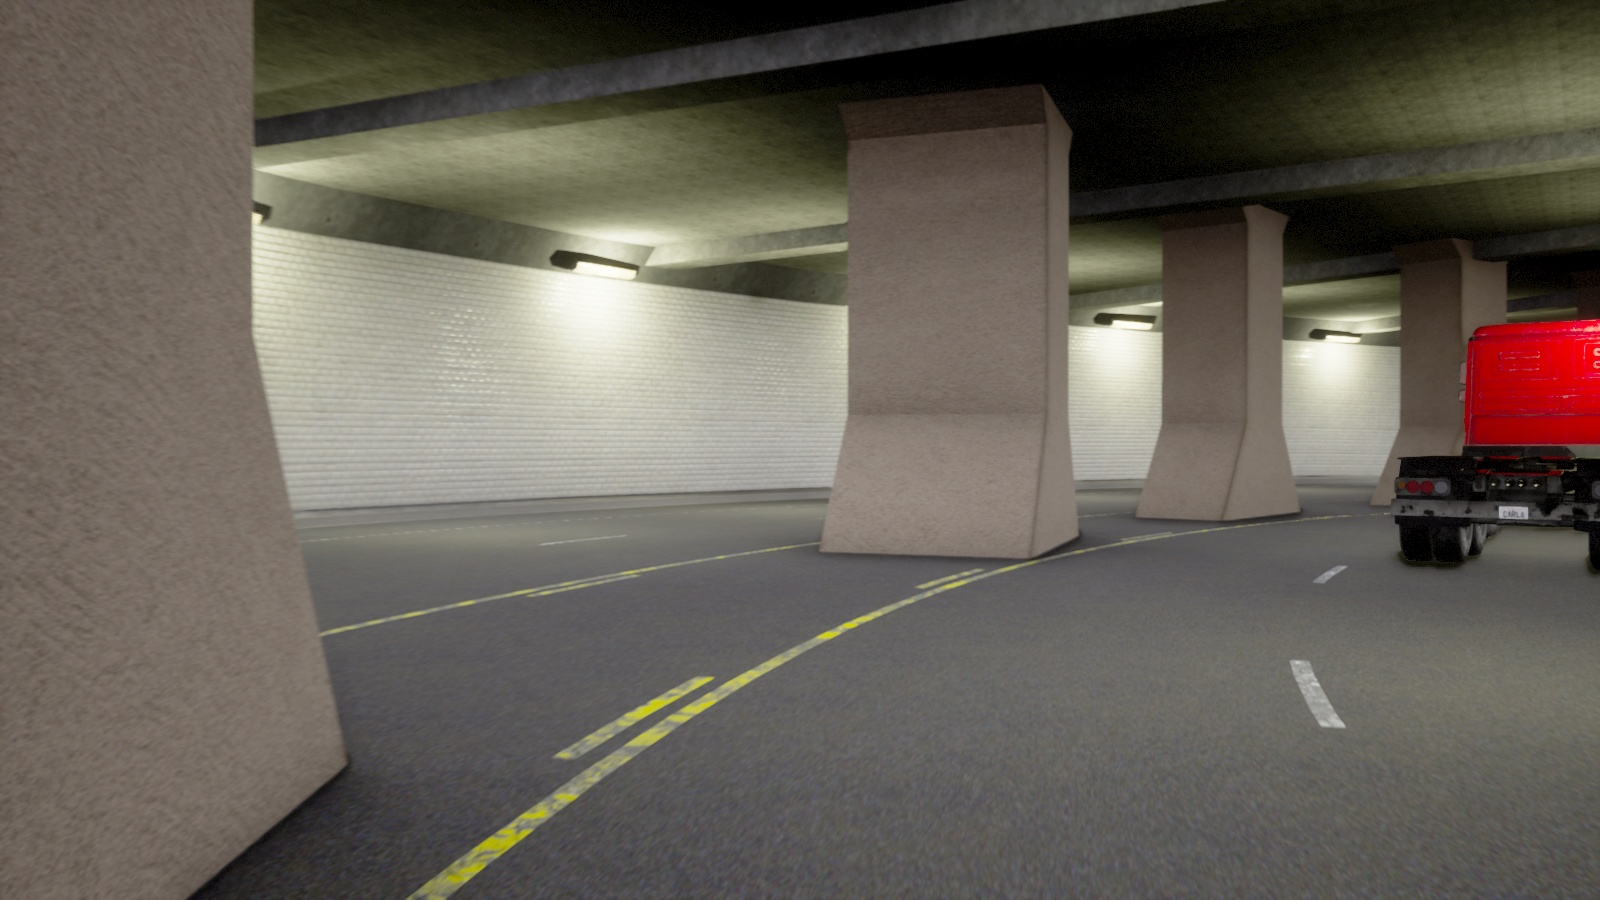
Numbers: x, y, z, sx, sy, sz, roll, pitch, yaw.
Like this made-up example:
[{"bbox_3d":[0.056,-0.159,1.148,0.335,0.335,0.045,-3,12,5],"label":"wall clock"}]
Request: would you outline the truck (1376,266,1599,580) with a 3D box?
[{"bbox_3d":[10.505,-0.312,17.526,2.891,3.462,7.936,0,0,37],"label":"truck"}]
